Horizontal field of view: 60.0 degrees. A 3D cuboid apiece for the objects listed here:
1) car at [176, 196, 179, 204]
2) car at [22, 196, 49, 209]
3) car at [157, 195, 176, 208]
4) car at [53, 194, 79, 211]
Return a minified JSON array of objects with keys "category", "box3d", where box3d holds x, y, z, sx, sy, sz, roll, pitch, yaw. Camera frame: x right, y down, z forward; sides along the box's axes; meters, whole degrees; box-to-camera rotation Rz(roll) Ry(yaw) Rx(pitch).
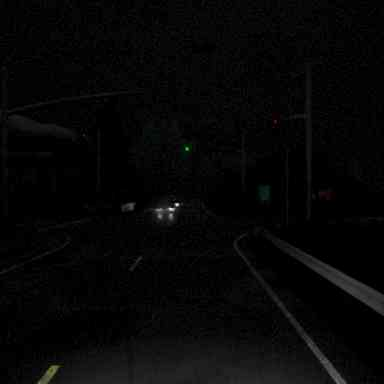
[{"category":"car","box3d":[-3.517,1.350,62.319,1.882,1.535,5.008,0,0,1]},{"category":"car","box3d":[-20.226,1.393,42.756,2.242,1.667,4.611,0,0,-1]},{"category":"car","box3d":[-3.573,1.432,46.166,1.812,1.442,4.674,0,0,0]},{"category":"car","box3d":[-14.520,1.235,38.477,1.905,1.878,3.866,0,0,-1]}]
